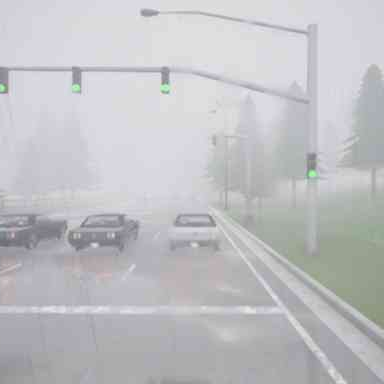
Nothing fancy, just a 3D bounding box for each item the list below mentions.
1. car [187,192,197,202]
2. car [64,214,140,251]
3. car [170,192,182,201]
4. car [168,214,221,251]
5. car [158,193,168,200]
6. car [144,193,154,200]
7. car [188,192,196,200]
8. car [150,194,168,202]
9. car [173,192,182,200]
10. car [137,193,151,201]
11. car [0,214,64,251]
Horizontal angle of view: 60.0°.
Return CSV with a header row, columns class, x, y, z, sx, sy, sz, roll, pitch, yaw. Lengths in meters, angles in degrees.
class,x,y,z,sx,sy,sz,roll,pitch,yaw
car,0.013,1.268,70.544,2.128,1.511,4.902,0,0,0
car,-3.399,1.551,13.849,1.895,1.301,4.718,0,0,0
car,-3.487,1.097,70.931,2.097,1.767,4.553,0,0,0
car,0.101,1.551,13.899,1.895,1.301,4.718,0,0,0
car,-6.985,1.086,80.965,2.033,1.411,5.357,0,0,0
car,-10.485,1.071,80.965,1.812,1.442,4.674,0,0,0
car,0.015,0.902,80.933,2.097,1.767,4.553,0,0,0
car,-6.987,1.267,70.545,2.128,1.511,4.902,0,0,0
car,-3.485,0.902,80.933,2.097,1.767,4.553,0,0,0
car,-10.487,1.337,70.993,1.895,1.301,4.718,0,0,0
car,-6.899,1.551,13.918,1.895,1.301,4.718,0,0,0
